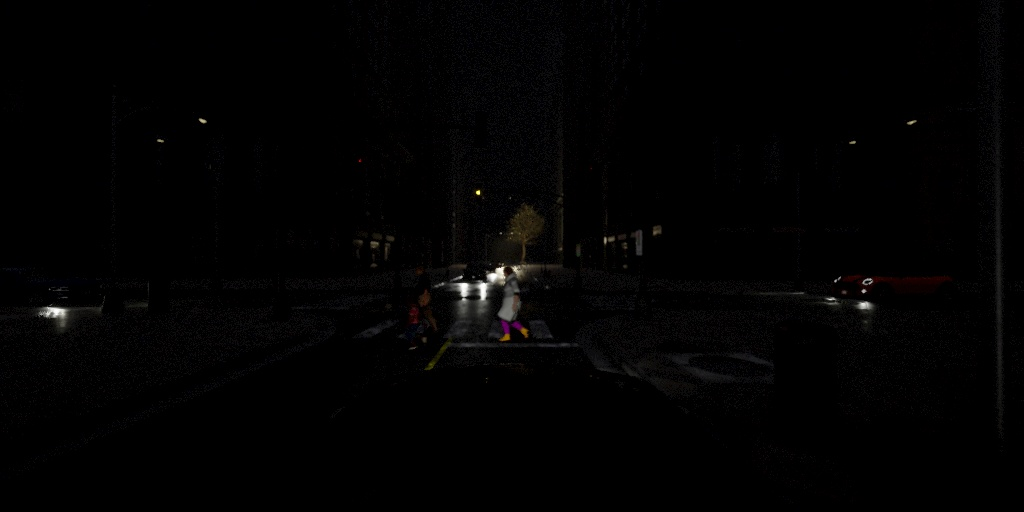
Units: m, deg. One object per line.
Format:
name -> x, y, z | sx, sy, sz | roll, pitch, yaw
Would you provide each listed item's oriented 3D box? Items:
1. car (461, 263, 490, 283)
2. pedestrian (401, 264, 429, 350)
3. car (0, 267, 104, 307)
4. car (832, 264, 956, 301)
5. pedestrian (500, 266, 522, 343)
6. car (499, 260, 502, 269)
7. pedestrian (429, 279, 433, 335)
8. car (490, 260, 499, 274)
car -> -3.041, 1.363, 29.861 | 1.837, 1.490, 4.892 | 0, 1, -2
pedestrian -> -2.117, 1.068, 7.843 | 0.375, 1.860, 0.375 | 0, 0, 0
car -> -19.754, 1.212, 14.602 | 5.008, 1.535, 1.882 | 0, 0, 0
car -> 18.658, 1.226, 17.704 | 4.553, 1.767, 2.097 | 0, 0, 0
pedestrian -> -0.019, 1.070, 8.441 | 0.375, 1.860, 0.375 | 0, 0, 0
car -> -2.871, 1.444, 64.395 | 2.097, 1.767, 4.553 | 0, 0, 0
pedestrian -> -2.297, 1.072, 9.043 | 0.375, 1.860, 0.375 | 0, 0, 0
car -> -3.006, 1.532, 45.683 | 1.895, 1.301, 4.718 | 0, 0, 0
